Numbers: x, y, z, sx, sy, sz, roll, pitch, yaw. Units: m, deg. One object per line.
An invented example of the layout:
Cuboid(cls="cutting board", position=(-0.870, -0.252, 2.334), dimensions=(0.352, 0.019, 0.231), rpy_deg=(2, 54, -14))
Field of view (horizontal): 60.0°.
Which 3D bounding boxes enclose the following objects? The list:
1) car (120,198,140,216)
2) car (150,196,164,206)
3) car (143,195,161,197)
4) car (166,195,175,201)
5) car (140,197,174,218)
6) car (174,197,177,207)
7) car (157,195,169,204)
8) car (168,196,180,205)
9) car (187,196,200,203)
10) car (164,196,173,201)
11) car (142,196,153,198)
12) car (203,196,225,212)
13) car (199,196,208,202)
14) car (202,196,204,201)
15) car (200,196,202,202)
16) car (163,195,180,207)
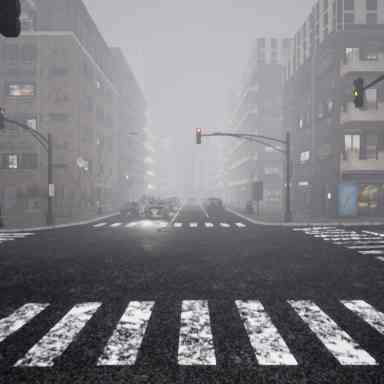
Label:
Cuboid(cls="car", position=(-5.726, 1.572, 32.188), dimensions=(1.947, 1.339, 4.313), rpy_deg=(0, 0, 0))
Cuboid(cls="car", position=(-5.752, 1.457, 54.918), dimensions=(1.967, 1.590, 4.097), rpy_deg=(0, 0, 0))
Cuboid(cls="car", position=(-5.739, 1.326, 43.553), dimensions=(2.192, 1.841, 5.009), rpy_deg=(0, 0, 0))
Cuboid(cls="car", position=(-5.791, 1.594, 89.012), dimensions=(2.008, 1.369, 4.403), rpy_deg=(0, 0, 0))
Cuboid(cls="car", position=(-3.126, 1.497, 30.622), dimensions=(2.128, 1.511, 4.902), rpy_deg=(0, 0, 1))
Cuboid(cls="car", position=(-3.144, 1.610, 39.921), dimensions=(1.895, 1.301, 4.718), rpy_deg=(0, 0, 0))
Cuboid(cls="car", position=(-5.765, 1.464, 66.284), dimensions=(1.967, 1.590, 4.097), rpy_deg=(0, 0, 0))
Cuboid(cls="car", position=(-3.113, 1.497, 59.909), dimensions=(1.882, 1.535, 5.008), rpy_deg=(0, 0, 0))
Cuboid(cls="car", position=(-0.036, 1.538, 70.608), dimensions=(2.128, 1.511, 4.902), rpy_deg=(0, 0, 0))
Cuboid(cls="car", position=(-5.785, 1.589, 83.330), dimensions=(2.008, 1.369, 4.403), rpy_deg=(0, 0, 0))
Cuboid(cls="car", position=(-5.732, 1.533, 37.701), dimensions=(1.752, 1.417, 4.829), rpy_deg=(0, 0, 0))
Cuboid(cls="car", position=(2.647, 1.448, 37.882), dimensions=(1.967, 1.590, 4.097), rpy_deg=(0, 0, 0))
Cuboid(cls="car", position=(2.602, 1.584, 77.659), dimensions=(2.008, 1.369, 4.403), rpy_deg=(0, 0, 0))
Cuboid(cls="car", position=(2.641, 1.451, 43.565), dimensions=(1.967, 1.590, 4.097), rpy_deg=(0, 0, 0))
Cuboid(cls="car", position=(2.629, 1.598, 54.930), dimensions=(1.802, 1.307, 4.206), rpy_deg=(0, 0, 0))
Cuboid(cls="car", position=(-3.145, 1.578, 49.899), dimensions=(1.994, 1.385, 4.181), rpy_deg=(0, 0, 0))
